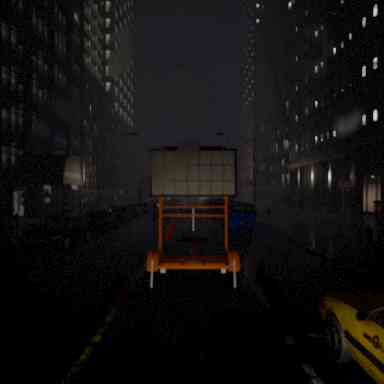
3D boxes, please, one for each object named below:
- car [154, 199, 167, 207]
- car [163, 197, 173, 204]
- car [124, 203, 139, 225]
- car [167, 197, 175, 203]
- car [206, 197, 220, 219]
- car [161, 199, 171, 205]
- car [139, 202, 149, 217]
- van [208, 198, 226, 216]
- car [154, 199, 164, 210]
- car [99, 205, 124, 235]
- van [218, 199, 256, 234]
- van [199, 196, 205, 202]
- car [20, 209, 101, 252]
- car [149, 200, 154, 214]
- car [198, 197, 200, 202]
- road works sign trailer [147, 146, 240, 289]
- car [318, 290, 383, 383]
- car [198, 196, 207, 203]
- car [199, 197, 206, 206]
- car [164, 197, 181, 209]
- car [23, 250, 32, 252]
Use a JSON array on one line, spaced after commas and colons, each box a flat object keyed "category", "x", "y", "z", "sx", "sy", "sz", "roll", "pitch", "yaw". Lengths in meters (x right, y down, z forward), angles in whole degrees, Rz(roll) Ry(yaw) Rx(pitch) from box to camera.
[{"category": "car", "x": -5.595, "y": 1.977, "z": 59.758, "sx": 2.008, "sy": 1.369, "sz": 4.403, "roll": -1, "pitch": 0, "yaw": 0}, {"category": "car", "x": -5.567, "y": 1.986, "z": 76.810, "sx": 1.967, "sy": 1.590, "sz": 4.097, "roll": -1, "pitch": 0, "yaw": 0}, {"category": "car", "x": -5.653, "y": 1.730, "z": 25.658, "sx": 1.887, "sy": 1.381, "sz": 4.507, "roll": -1, "pitch": 0, "yaw": 0}, {"category": "car", "x": -5.547, "y": 2.150, "z": 88.007, "sx": 1.752, "sy": 1.417, "sz": 4.829, "roll": -1, "pitch": 0, "yaw": 0}, {"category": "car", "x": 2.735, "y": 1.536, "z": 31.329, "sx": 2.192, "sy": 1.841, "sz": 5.009, "roll": -1, "pitch": 0, "yaw": 0}, {"category": "car", "x": -5.576, "y": 2.088, "z": 71.125, "sx": 1.802, "sy": 1.307, "sz": 4.206, "roll": -1, "pitch": 0, "yaw": 0}, {"category": "car", "x": -5.644, "y": 1.777, "z": 31.341, "sx": 2.008, "sy": 1.369, "sz": 4.403, "roll": -1, "pitch": 0, "yaw": 0}, {"category": "van", "x": 2.745, "y": 1.603, "z": 37.012, "sx": 1.690, "sy": 1.788, "sz": 3.998, "roll": -1, "pitch": 0, "yaw": 0}, {"category": "car", "x": -5.615, "y": 1.897, "z": 48.392, "sx": 2.008, "sy": 1.369, "sz": 4.403, "roll": -1, "pitch": 0, "yaw": 0}, {"category": "car", "x": -5.662, "y": 1.711, "z": 19.974, "sx": 1.947, "sy": 1.339, "sz": 4.313, "roll": -1, "pitch": 0, "yaw": 0}, {"category": "van", "x": 2.716, "y": 1.482, "z": 19.961, "sx": 1.690, "sy": 1.788, "sz": 3.998, "roll": -1, "pitch": 0, "yaw": 0}, {"category": "van", "x": 2.841, "y": 2.002, "z": 93.847, "sx": 1.690, "sy": 1.788, "sz": 3.998, "roll": -1, "pitch": 0, "yaw": 0}, {"category": "car", "x": -5.672, "y": 1.656, "z": 14.291, "sx": 2.008, "sy": 1.369, "sz": 4.403, "roll": -1, "pitch": 0, "yaw": 0}, {"category": "car", "x": -5.633, "y": 1.848, "z": 37.024, "sx": 1.802, "sy": 1.307, "sz": 4.206, "roll": -1, "pitch": 0, "yaw": 0}, {"category": "car", "x": 2.821, "y": 1.896, "z": 82.480, "sx": 2.192, "sy": 1.841, "sz": 5.009, "roll": -1, "pitch": 0, "yaw": 0}, {"category": "road works sign trailer", "x": 0.036, "y": 0.531, "z": 9.345, "sx": 2.380, "sy": 3.560, "sz": 2.880, "roll": 0, "pitch": 0, "yaw": 0}, {"category": "car", "x": 2.689, "y": 1.547, "z": 3.080, "sx": 1.752, "sy": 1.417, "sz": 4.829, "roll": -1, "pitch": 0, "yaw": 0}, {"category": "car", "x": 2.831, "y": 1.936, "z": 88.164, "sx": 2.192, "sy": 1.841, "sz": 5.009, "roll": -1, "pitch": 0, "yaw": 0}, {"category": "car", "x": 2.786, "y": 1.973, "z": 59.744, "sx": 2.008, "sy": 1.369, "sz": 4.403, "roll": -1, "pitch": 0, "yaw": 0}, {"category": "car", "x": -2.951, "y": 1.732, "z": 53.423, "sx": 2.097, "sy": 1.767, "sz": 4.553, "roll": 0, "pitch": 0, "yaw": 1}, {"category": "car", "x": -3.098, "y": 1.506, "z": 1.764, "sx": 2.128, "sy": 1.511, "sz": 4.902, "roll": 0, "pitch": 0, "yaw": 0}]
